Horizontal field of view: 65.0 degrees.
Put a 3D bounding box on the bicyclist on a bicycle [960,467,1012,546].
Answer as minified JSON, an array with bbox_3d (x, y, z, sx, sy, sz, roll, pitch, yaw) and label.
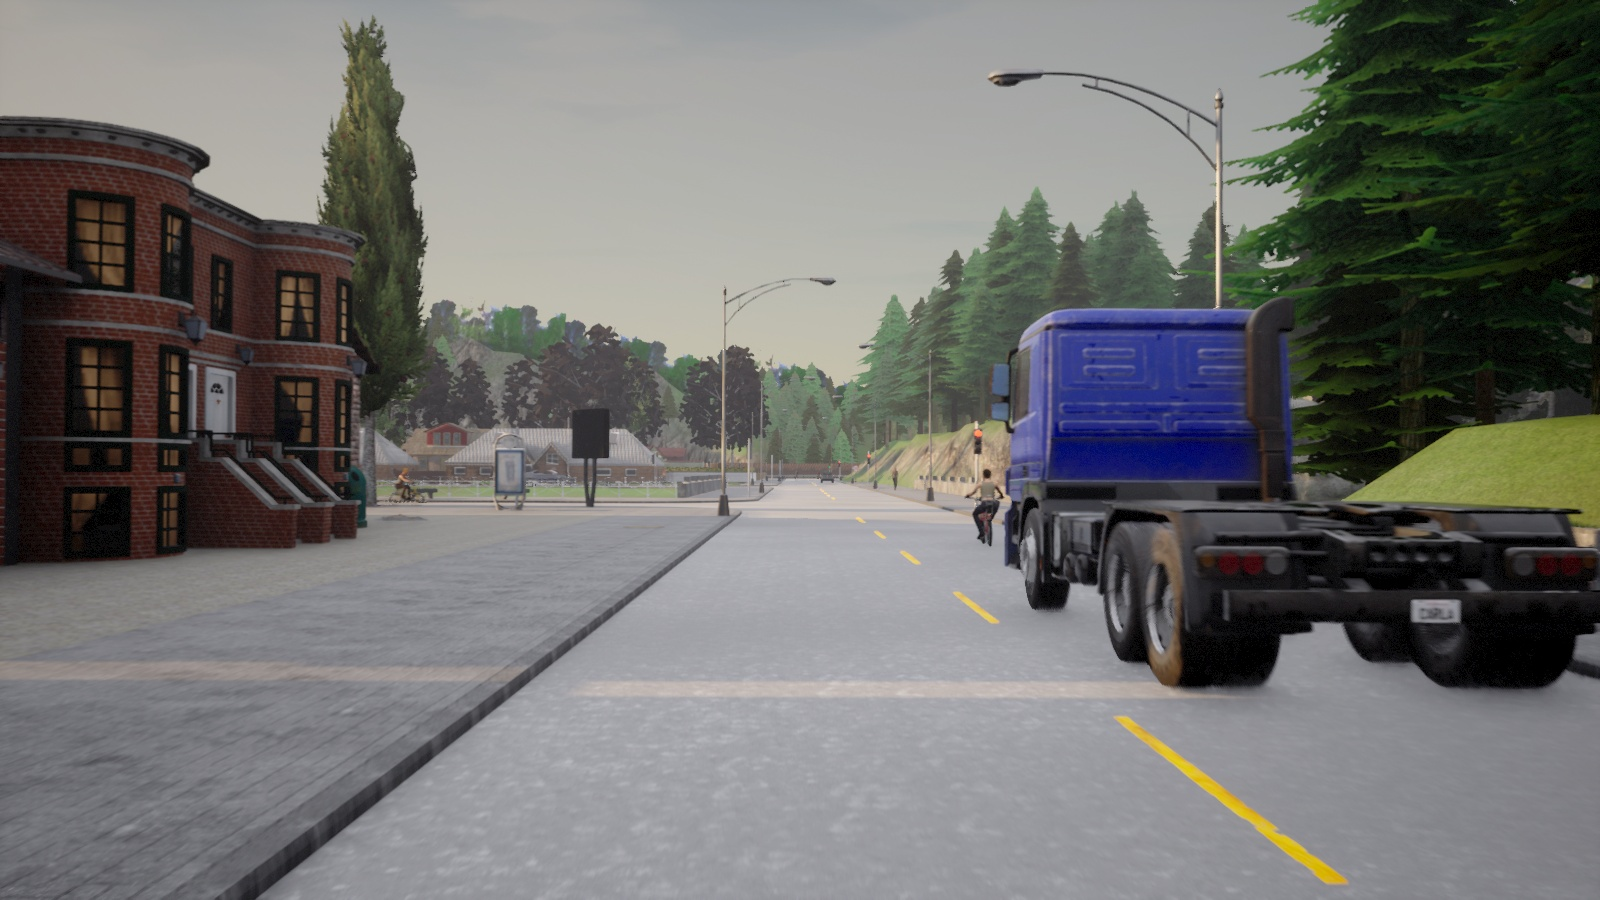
[{"bbox_3d":[3.938,1.182,26.672,0.866,1.612,1.509,0,-1,0],"label":"bicyclist on a bicycle"}]

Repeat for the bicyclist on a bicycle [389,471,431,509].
[{"bbox_3d":[-16.698,1.718,53.776,1.509,1.612,0.866,0,-1,0],"label":"bicyclist on a bicycle"}]

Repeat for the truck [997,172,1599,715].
[{"bbox_3d":[3.969,0.018,11.987,2.891,3.462,7.936,0,-1,0],"label":"truck"}]
